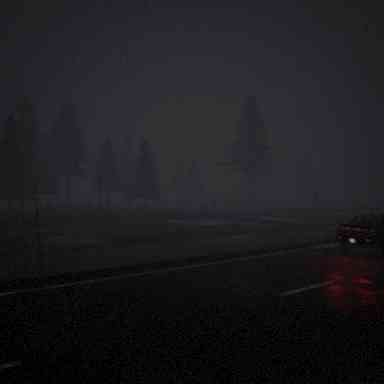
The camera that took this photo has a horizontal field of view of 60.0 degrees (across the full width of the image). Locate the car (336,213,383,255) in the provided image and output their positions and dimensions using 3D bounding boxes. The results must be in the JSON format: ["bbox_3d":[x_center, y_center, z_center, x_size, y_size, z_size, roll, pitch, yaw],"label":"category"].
[{"bbox_3d":[7.981,1.627,13.861,4.902,1.511,2.128,1,0,-35],"label":"car"}]
